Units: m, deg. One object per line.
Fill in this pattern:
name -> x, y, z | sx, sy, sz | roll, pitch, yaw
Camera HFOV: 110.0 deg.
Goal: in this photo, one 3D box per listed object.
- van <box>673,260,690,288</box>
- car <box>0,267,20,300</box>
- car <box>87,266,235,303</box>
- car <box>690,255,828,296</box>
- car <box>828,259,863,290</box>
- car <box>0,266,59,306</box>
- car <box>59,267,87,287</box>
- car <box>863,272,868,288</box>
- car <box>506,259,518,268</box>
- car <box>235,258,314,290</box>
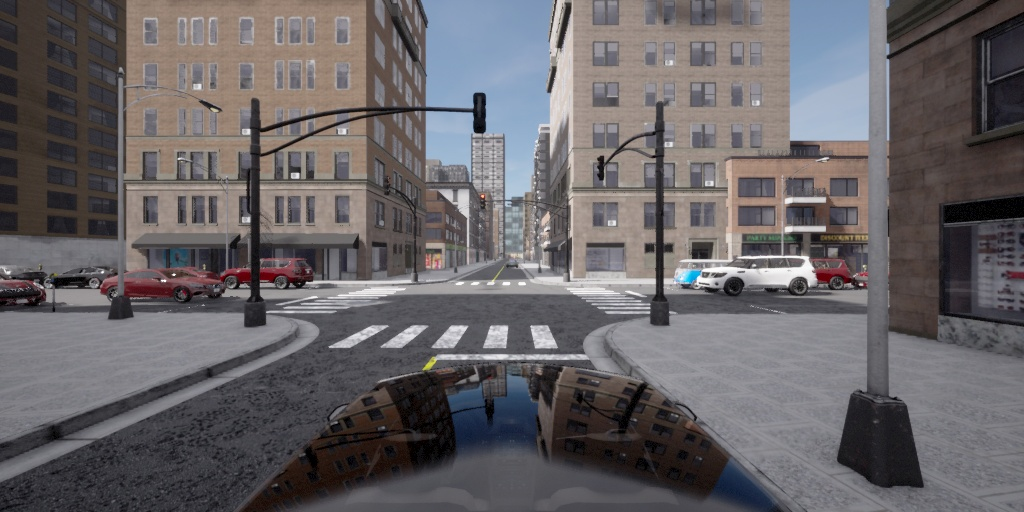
van -> 12.035, 1.108, 21.870 | 3.998, 1.789, 1.690 | 0, 0, 0
car -> -25.650, 1.260, 16.124 | 4.674, 1.442, 1.812 | 0, 0, 1
car -> -15.561, 1.270, 16.077 | 4.674, 1.442, 1.812 | 0, 0, 0
car -> 12.956, 0.990, 19.106 | 5.566, 2.045, 2.150 | 0, 0, 0
car -> 17.631, 1.086, 21.839 | 5.009, 1.841, 2.192 | 0, 0, 0
car -> -20.459, 1.179, 13.528 | 4.097, 1.591, 1.967 | 0, 0, 0
car -> -25.959, 1.299, 22.085 | 4.313, 1.339, 1.948 | 0, 0, 0
car -> 23.227, 1.216, 21.808 | 4.097, 1.591, 1.967 | 0, 0, 0
car -> 0.032, 1.340, 63.475 | 1.994, 1.385, 4.181 | 0, 0, 1
car -> -14.913, 1.059, 22.023 | 5.009, 1.841, 2.192 | 0, 0, 0
